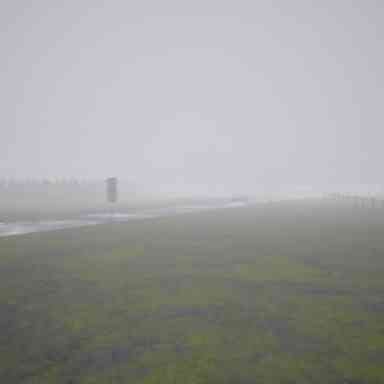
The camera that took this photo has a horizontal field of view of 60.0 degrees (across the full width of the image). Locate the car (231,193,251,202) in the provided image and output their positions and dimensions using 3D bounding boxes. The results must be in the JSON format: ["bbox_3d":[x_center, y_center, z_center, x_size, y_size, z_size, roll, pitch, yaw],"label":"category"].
[{"bbox_3d":[8.235,0.937,55.445,2.033,1.411,5.357,0,1,31],"label":"car"}]
